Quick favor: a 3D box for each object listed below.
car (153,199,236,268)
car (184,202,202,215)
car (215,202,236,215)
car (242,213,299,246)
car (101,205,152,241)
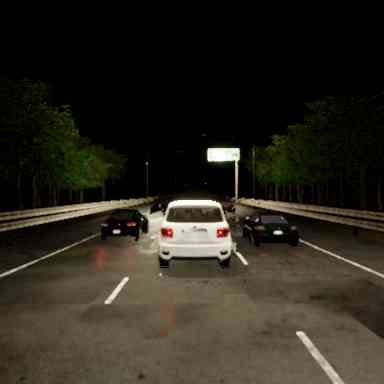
[{"bbox_3d":[0.084,1.303,11.781,2.150,2.045,5.566,0,0,0],"label":"car"},{"bbox_3d":[0.097,1.766,36.819,1.895,1.301,4.718,0,0,0],"label":"car"},{"bbox_3d":[3.598,1.766,36.728,1.895,1.301,4.718,0,0,0],"label":"car"},{"bbox_3d":[3.592,1.665,15.860,1.994,1.385,4.181,0,0,0],"label":"car"},{"bbox_3d":[-3.406,1.632,17.361,1.812,1.442,4.674,0,0,0],"label":"car"}]
